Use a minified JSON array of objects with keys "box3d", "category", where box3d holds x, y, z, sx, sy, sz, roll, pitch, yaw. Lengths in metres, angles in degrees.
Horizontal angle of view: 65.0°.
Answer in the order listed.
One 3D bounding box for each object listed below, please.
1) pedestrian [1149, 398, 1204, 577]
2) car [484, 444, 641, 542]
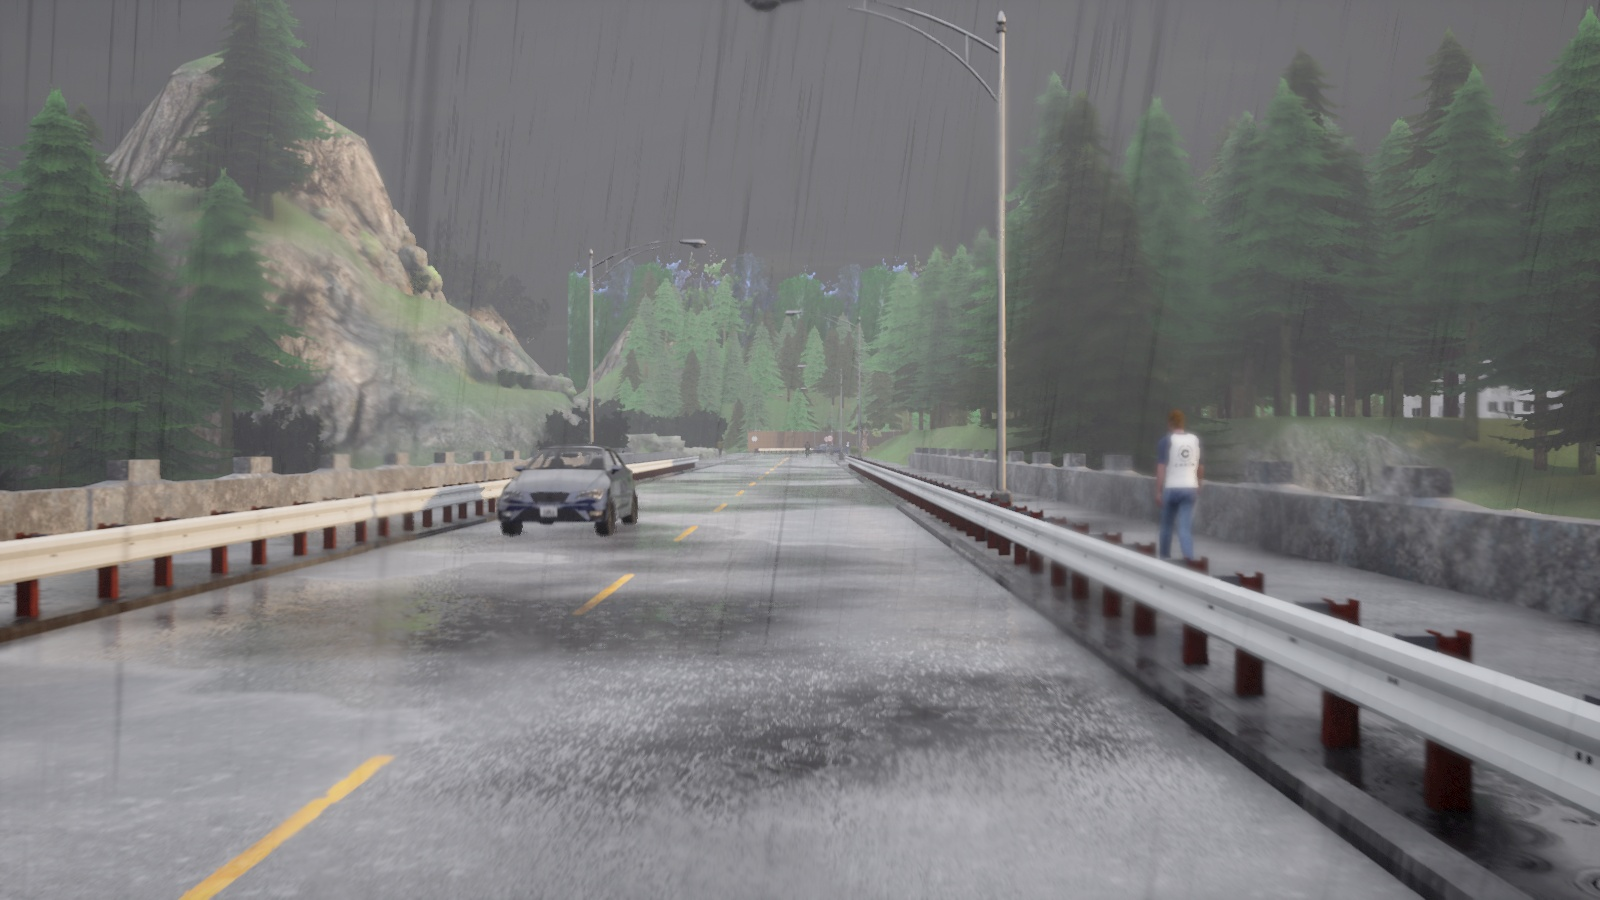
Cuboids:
[{"box3d":[3.952,0.385,13.223,0.354,1.836,0.706,0,0,-1],"category":"pedestrian"},{"box3d":[-3.860,0.638,21.090,1.816,1.474,4.193,0,0,0],"category":"car"}]
